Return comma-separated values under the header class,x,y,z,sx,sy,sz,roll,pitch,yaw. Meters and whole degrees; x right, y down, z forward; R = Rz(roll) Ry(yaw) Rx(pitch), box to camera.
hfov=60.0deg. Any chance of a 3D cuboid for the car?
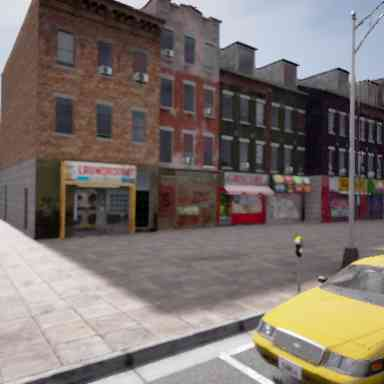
class,x,y,z,sx,sy,sz,roll,pitch,yaw
car,3.010,1.587,4.953,4.829,1.417,1.752,1,0,-36
